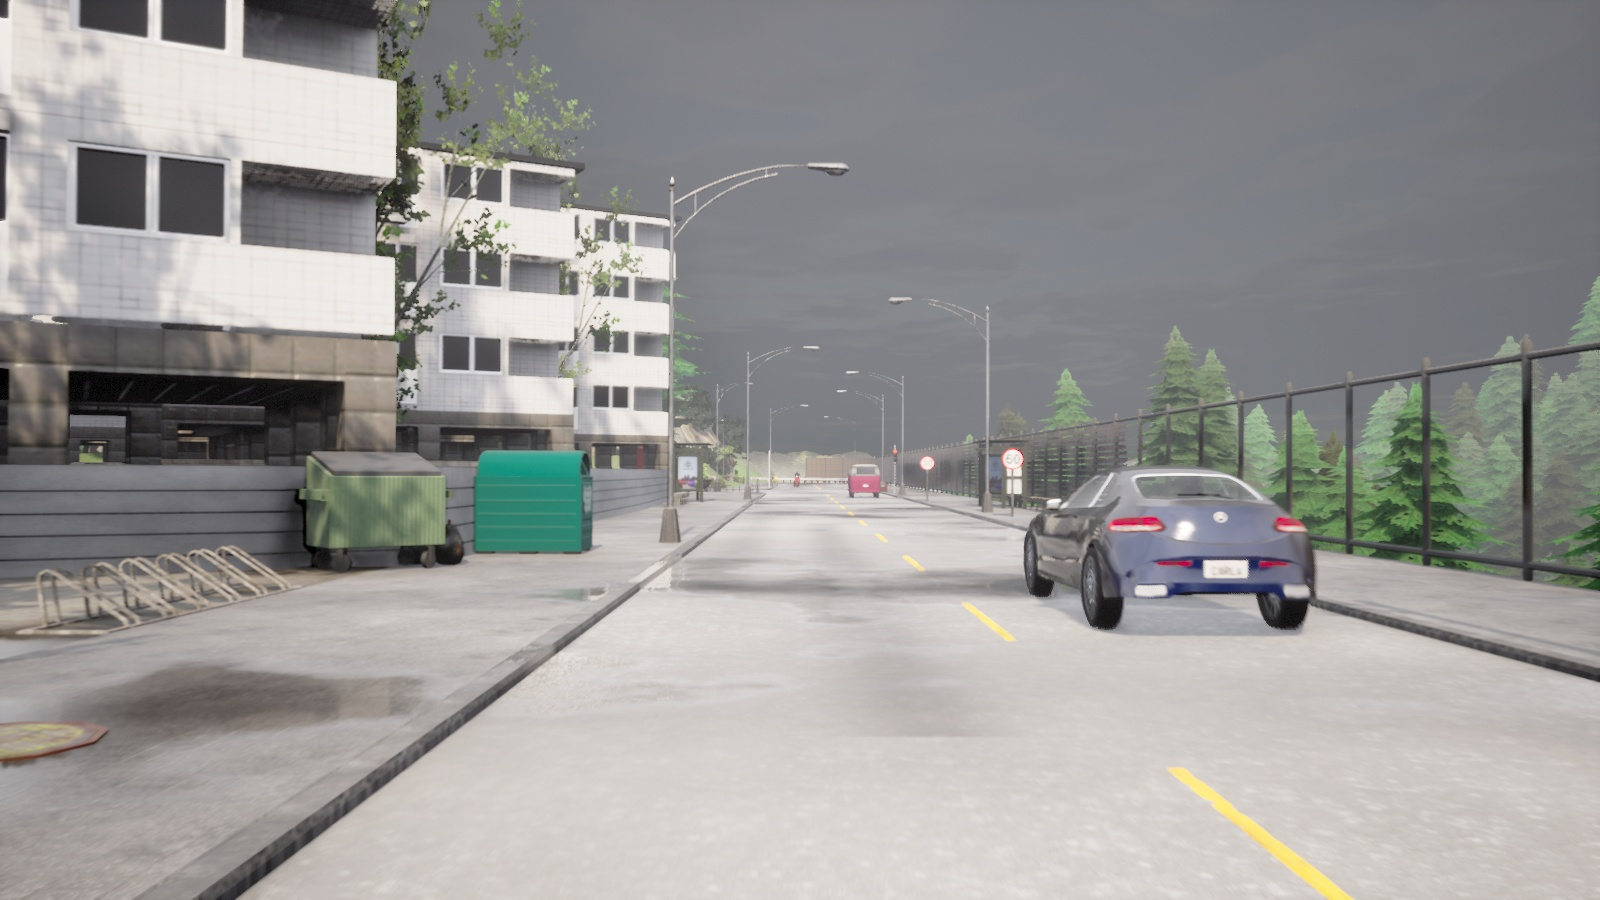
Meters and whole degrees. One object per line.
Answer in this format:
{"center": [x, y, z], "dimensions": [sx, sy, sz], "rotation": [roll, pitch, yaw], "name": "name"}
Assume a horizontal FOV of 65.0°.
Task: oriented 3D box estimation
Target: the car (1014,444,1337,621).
{"center": [3.961, 0.817, 14.330], "dimensions": [2.152, 1.651, 5.027], "rotation": [0, -1, 0], "name": "car"}

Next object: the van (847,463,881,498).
{"center": [3.805, 1.804, 74.735], "dimensions": [1.775, 1.987, 4.442], "rotation": [0, -1, 0], "name": "van"}
